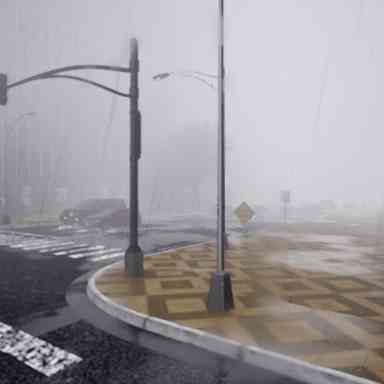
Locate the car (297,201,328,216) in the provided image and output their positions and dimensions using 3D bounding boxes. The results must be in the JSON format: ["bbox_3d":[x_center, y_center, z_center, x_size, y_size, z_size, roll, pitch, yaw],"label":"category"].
[{"bbox_3d":[16.150,2.338,44.453,2.128,1.511,4.902,0,-1,33],"label":"car"}]

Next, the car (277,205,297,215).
[{"bbox_3d":[13.482,2.444,46.307,1.895,1.301,4.718,0,-1,33],"label":"car"}]

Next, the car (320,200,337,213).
[{"bbox_3d":[21.676,2.249,53.140,2.150,2.045,5.566,0,-1,33],"label":"car"}]

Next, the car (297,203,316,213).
[{"bbox_3d":[18.923,2.586,54.868,1.994,1.385,4.181,0,-1,33],"label":"car"}]

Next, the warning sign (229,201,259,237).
[{"bbox_3d":[2.940,1.451,18.669,1.300,1.860,1.060,1,1,33],"label":"warning sign"}]

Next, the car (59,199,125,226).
[{"bbox_3d":[-7.485,1.546,25.970,2.150,2.045,5.566,0,-1,33],"label":"car"}]

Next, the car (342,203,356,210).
[{"bbox_3d":[31.217,2.832,65.888,1.812,1.442,4.674,0,-1,33],"label":"car"}]

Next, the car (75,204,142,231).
[{"bbox_3d":[-5.429,1.834,23.196,1.812,1.442,4.674,0,-1,33],"label":"car"}]

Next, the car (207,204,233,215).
[{"bbox_3d":[3.742,2.222,43.428,1.812,1.442,4.674,0,-1,33],"label":"car"}]

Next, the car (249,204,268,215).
[{"bbox_3d":[8.669,2.321,45.056,2.033,1.411,5.357,0,-1,33],"label":"car"}]
